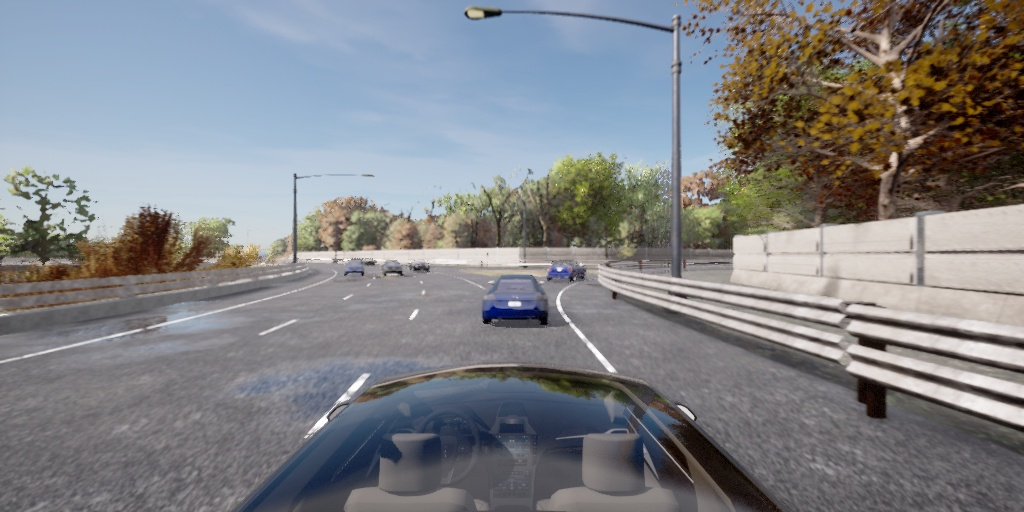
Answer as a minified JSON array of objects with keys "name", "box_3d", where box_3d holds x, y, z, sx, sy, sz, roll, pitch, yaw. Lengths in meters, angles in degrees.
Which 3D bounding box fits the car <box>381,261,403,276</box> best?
[{"name":"car","box_3d":[-12.269,1.231,36.642,2.033,1.411,5.357,0,0,-22]}]

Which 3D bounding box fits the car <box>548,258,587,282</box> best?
[{"name":"car","box_3d":[4.450,1.045,28.476,2.097,1.767,4.553,0,0,26]}]

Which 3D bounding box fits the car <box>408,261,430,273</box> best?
[{"name":"car","box_3d":[-11.152,1.271,42.739,1.895,1.301,4.718,0,0,-25]}]

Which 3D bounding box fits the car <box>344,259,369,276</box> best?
[{"name":"car","box_3d":[-16.000,1.233,36.489,2.033,1.411,5.357,0,0,-23]}]

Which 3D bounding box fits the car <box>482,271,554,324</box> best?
[{"name":"car","box_3d":[0.160,1.293,11.931,1.994,1.385,4.181,0,0,2]}]
